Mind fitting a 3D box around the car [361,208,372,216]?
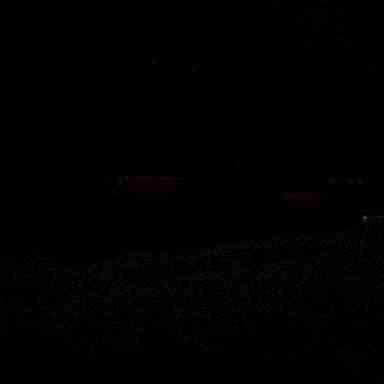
[{"bbox_3d":[18.264,2.113,38.530,1.812,1.442,4.674,-1,-1,-36],"label":"car"}]
